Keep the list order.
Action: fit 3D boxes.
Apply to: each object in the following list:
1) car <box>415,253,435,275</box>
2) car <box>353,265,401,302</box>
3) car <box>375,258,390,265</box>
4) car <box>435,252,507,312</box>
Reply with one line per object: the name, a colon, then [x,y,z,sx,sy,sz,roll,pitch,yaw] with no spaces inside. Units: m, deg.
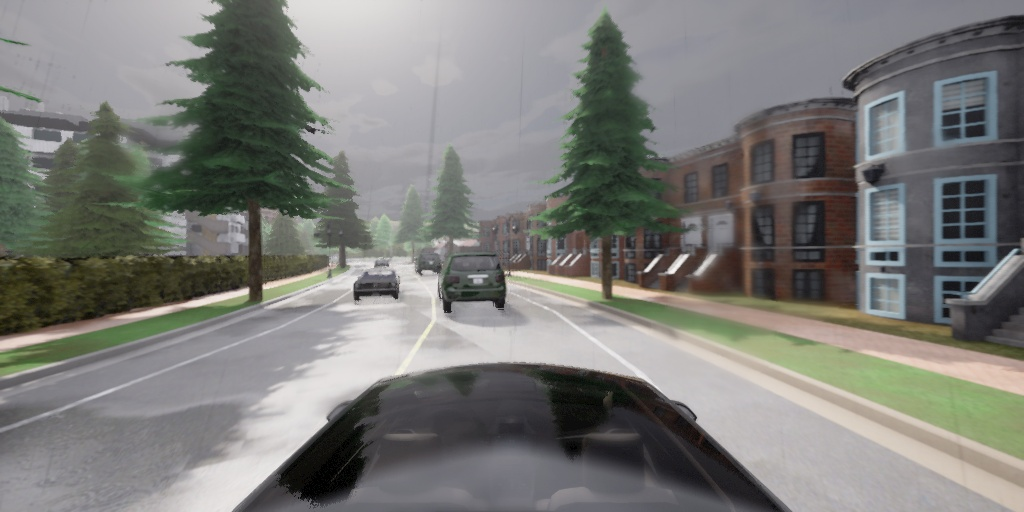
car: [-8.428,0.751,35.964,2.150,2.045,5.566,-1,1,-20]
car: [-6.311,1.285,17.107,1.895,1.301,4.718,-1,1,-16]
car: [-20.063,1.060,55.313,1.994,1.385,4.181,-1,1,-23]
car: [-1.703,0.875,14.004,2.150,2.045,5.566,-1,1,-14]
